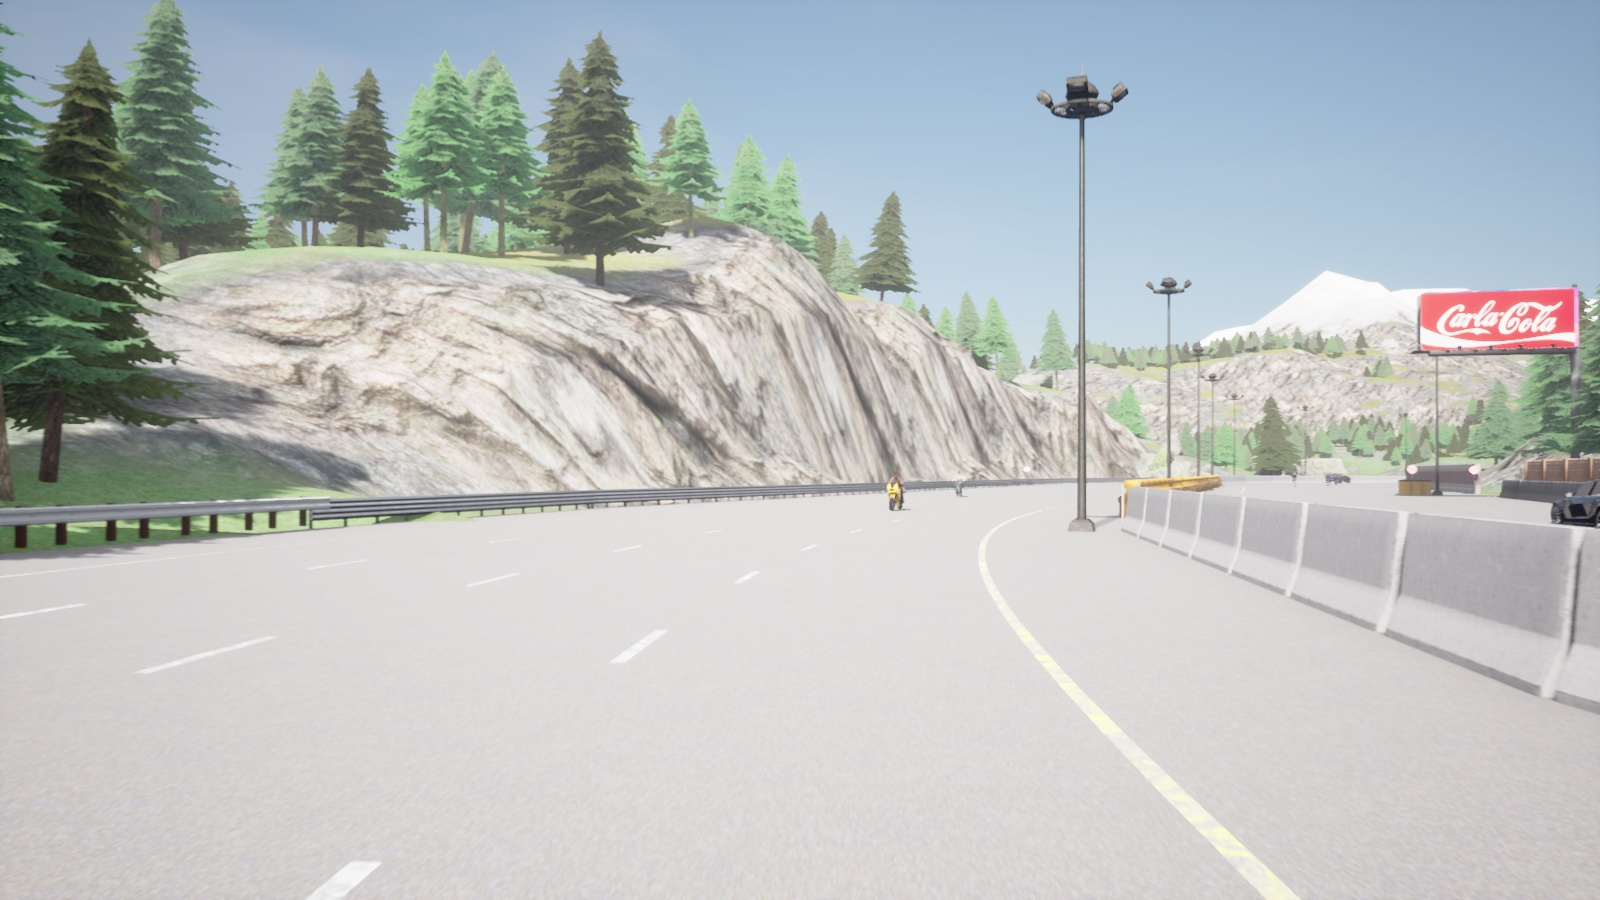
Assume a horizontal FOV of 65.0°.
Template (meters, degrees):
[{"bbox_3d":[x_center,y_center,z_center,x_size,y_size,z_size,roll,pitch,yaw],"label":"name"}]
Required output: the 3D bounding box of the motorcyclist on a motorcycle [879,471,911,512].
[{"bbox_3d":[3.743,1.606,49.133,0.797,1.523,2.044,0,-1,17],"label":"motorcyclist on a motorcycle"}]

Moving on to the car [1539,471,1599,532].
[{"bbox_3d":[21.033,1.277,32.217,2.163,1.488,4.792,0,-1,12],"label":"car"}]
